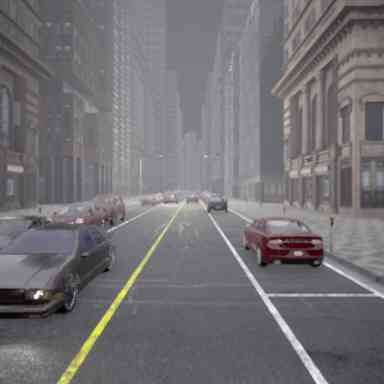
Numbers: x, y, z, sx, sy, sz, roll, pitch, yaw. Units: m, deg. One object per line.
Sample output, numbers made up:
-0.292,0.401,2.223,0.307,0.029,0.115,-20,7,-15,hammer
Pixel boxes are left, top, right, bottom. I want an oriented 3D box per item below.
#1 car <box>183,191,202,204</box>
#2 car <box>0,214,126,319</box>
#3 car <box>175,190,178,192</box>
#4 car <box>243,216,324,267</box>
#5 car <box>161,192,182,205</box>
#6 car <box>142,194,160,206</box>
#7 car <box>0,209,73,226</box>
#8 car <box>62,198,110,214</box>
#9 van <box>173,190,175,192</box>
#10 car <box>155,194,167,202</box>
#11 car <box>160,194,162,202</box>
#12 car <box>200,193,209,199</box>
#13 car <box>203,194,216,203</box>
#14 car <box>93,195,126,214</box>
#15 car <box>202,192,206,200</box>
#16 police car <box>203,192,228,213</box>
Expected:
0.080,1.069,50.977,2.128,1.511,4.902,0,0,0,car
-3.086,1.482,7.716,2.033,1.411,5.357,0,0,0,car
-5.619,0.705,89.354,1.967,1.590,4.097,0,0,0,car
2.783,1.453,10.924,1.887,1.381,4.507,0,0,0,car
-3.000,1.156,49.212,1.994,1.385,4.181,0,0,0,car
-5.690,1.212,44.541,1.802,1.307,4.206,0,0,0,car
-5.743,1.474,10.932,1.947,1.339,4.313,0,0,0,car
-5.733,1.301,16.533,1.967,1.590,4.097,0,0,0,car
-5.636,0.697,78.150,1.690,1.788,3.998,0,0,0,van
-5.663,1.037,61.346,1.887,1.381,4.507,0,0,0,car
-5.681,1.111,49.973,1.752,1.417,4.829,0,0,0,car
2.888,0.901,78.148,1.887,1.381,4.507,0,0,0,car
2.853,1.083,55.740,1.887,1.381,4.507,0,0,0,car
-5.724,1.129,22.133,2.192,1.841,5.009,0,0,0,car
2.845,1.108,50.307,1.752,1.417,4.829,0,0,0,car
2.418,1.152,32.723,1.930,1.638,5.238,0,0,0,police car
